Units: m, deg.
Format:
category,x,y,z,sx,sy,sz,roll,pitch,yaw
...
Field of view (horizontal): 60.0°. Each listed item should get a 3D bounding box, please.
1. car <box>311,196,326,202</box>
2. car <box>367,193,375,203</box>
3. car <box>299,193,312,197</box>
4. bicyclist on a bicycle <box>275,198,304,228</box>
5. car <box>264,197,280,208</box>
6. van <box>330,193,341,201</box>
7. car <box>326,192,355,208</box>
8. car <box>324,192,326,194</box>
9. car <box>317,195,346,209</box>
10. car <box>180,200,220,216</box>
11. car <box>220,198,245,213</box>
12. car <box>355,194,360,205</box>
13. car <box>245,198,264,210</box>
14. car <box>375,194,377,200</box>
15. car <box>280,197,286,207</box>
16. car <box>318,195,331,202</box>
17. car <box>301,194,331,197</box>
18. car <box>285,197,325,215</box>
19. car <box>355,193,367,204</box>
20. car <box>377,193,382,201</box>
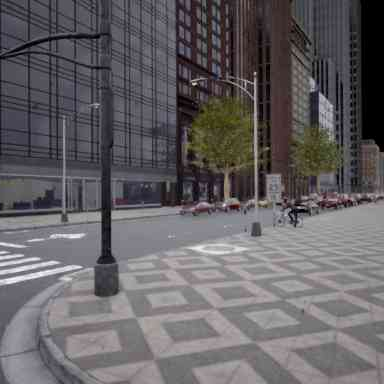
category,x,y,z,sx,sy,sz,roll,pitch,yaw
car,26.128,1.417,68.825,1.947,1.339,4.313,0,0,35
car,33.142,1.098,63.983,2.192,1.841,5.009,0,0,35
car,19.731,1.414,59.535,1.887,1.381,4.507,0,0,35
bicyclist on a bicycle,5.325,1.177,18.357,1.656,1.620,0.582,-1,0,35
car,10.040,1.425,45.459,1.752,1.417,4.829,0,0,35
van,35.719,1.184,82.761,1.690,1.788,3.998,-1,0,35
car,20.351,1.136,45.406,2.192,1.841,5.009,0,0,35
car,22.275,1.050,52.731,2.150,2.045,5.566,-1,0,35
car,17.154,1.376,40.760,1.887,1.381,4.507,0,0,35
car,0.542,1.523,31.665,1.802,1.307,4.206,0,0,35
car,3.739,1.365,36.309,1.967,1.590,4.097,0,0,35
car,23.549,1.377,50.048,1.947,1.339,4.313,0,0,35
car,6.938,1.493,40.955,1.802,1.307,4.206,0,0,35
car,36.437,1.301,68.766,1.752,1.417,4.829,0,0,35
car,13.334,1.454,50.245,1.947,1.339,4.313,0,0,35
car,29.325,1.425,73.469,1.802,1.307,4.206,0,0,35
car,16.585,1.338,44.467,2.128,1.511,4.902,-1,0,35
car,10.759,1.423,31.471,1.947,1.339,4.313,0,0,35
car,26.746,1.117,54.694,2.192,1.841,5.009,0,0,35
car,42.736,1.357,77.914,1.802,1.307,4.206,-1,0,35
